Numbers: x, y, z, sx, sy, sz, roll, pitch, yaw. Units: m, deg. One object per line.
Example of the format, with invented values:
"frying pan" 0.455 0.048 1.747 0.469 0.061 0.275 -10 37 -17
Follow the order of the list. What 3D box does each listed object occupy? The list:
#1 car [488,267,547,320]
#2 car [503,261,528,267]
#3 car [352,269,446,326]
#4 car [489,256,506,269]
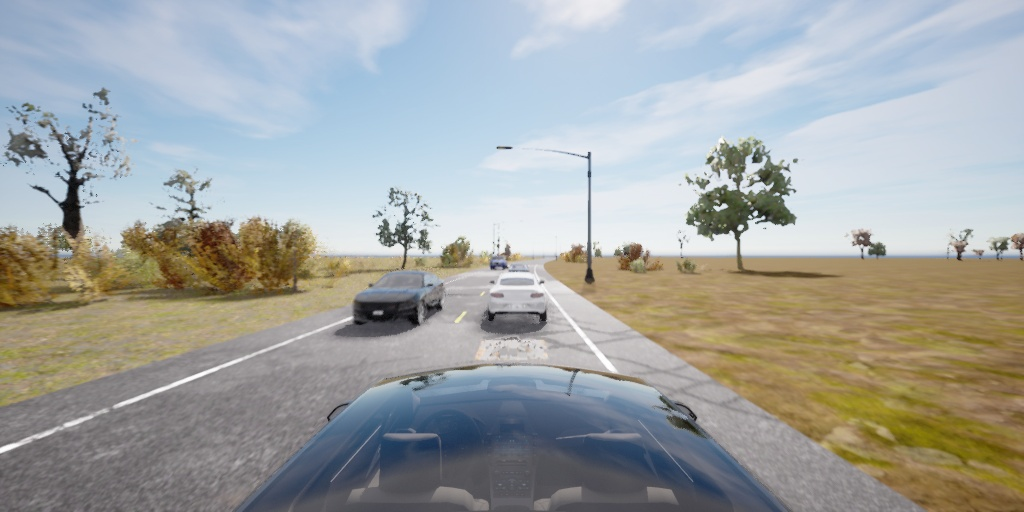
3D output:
"car" 0.182 1.282 12.517 1.812 1.442 4.674 0 0 1
"car" 0.590 1.313 29.327 2.033 1.411 5.357 0 0 2
"car" -3.508 1.232 11.970 1.882 1.535 5.008 0 0 1
"car" -1.970 0.995 52.887 2.150 2.045 5.566 0 0 4
